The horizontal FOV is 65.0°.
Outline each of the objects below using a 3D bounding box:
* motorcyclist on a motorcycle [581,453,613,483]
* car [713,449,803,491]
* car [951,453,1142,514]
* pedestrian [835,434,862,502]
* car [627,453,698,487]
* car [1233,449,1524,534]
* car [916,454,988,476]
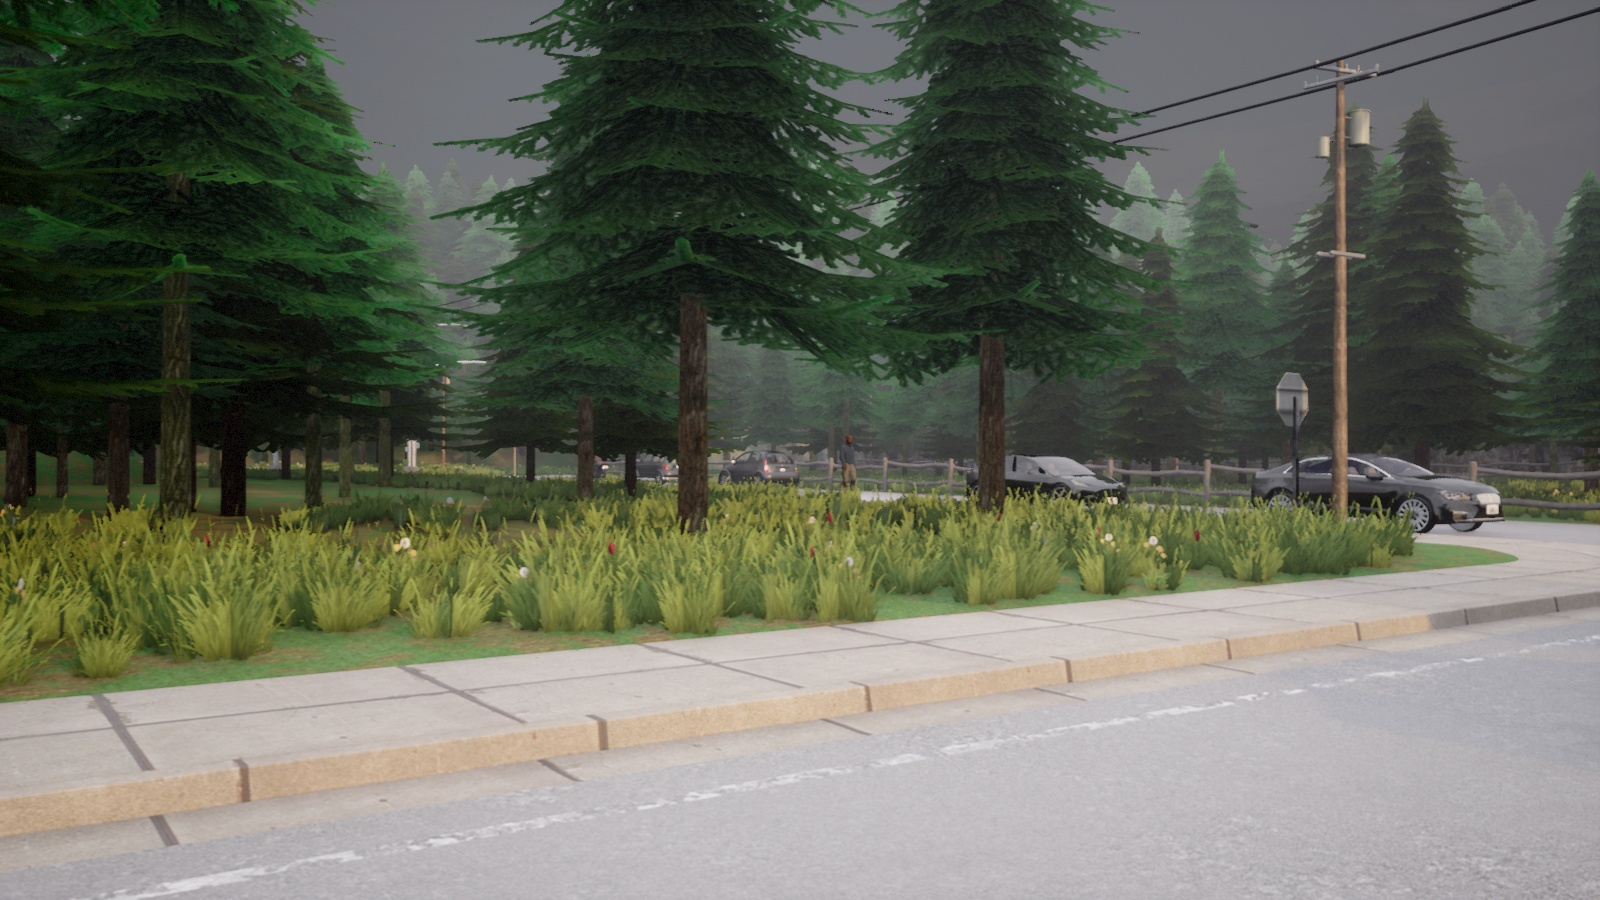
[{"bbox_3d":[-10.402,0.929,64.362,0.797,1.523,2.044,0,0,-35],"label":"motorcyclist on a motorcycle"},{"bbox_3d":[-1.744,0.795,51.399,1.851,1.617,3.988,0,0,-34],"label":"car"},{"bbox_3d":[6.352,0.819,32.914,2.163,1.488,4.792,0,0,-33],"label":"car"},{"bbox_3d":[1.302,0.486,33.969,0.370,1.835,0.726,0,0,-35],"label":"pedestrian"},{"bbox_3d":[-6.449,0.903,58.474,1.789,1.549,3.705,0,0,-34],"label":"car"},{"bbox_3d":[11.343,0.745,25.004,2.128,1.511,4.902,0,0,-32],"label":"car"},{"bbox_3d":[10.630,1.046,87.813,4.892,1.490,1.837,0,0,11],"label":"car"}]
